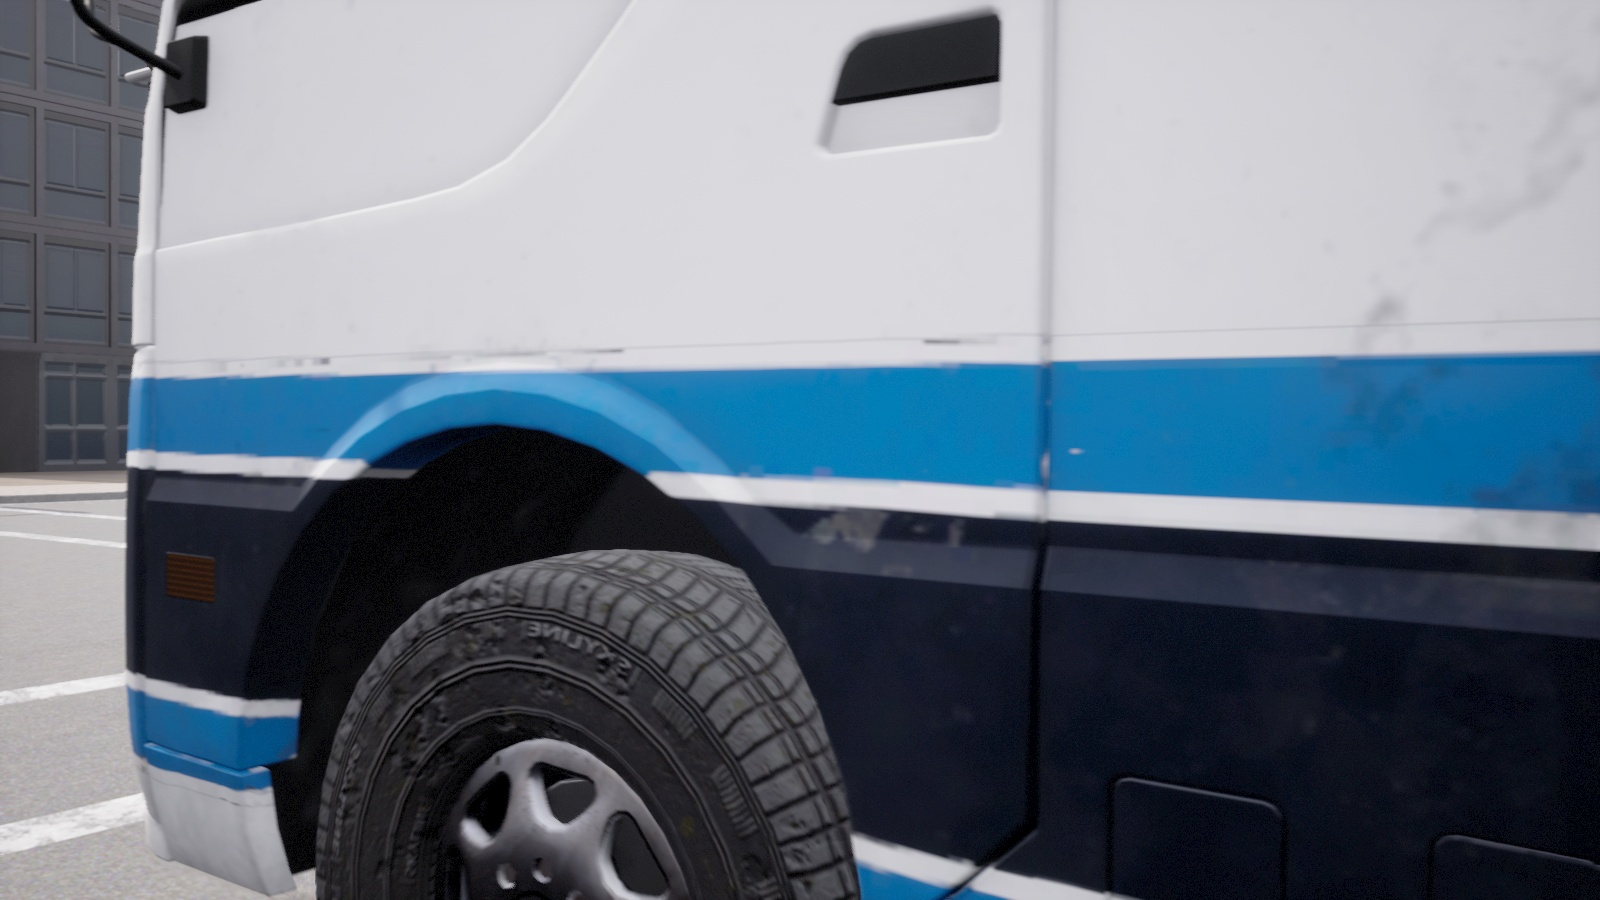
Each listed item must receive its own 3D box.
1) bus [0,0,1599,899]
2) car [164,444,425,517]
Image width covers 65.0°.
[{"bbox_3d":[2.892,-0.698,1.675,10.273,4.253,3.944,0,1,34],"label":"bus"},{"bbox_3d":[-10.260,0.564,25.855,1.895,1.301,4.718,0,1,34],"label":"car"}]
